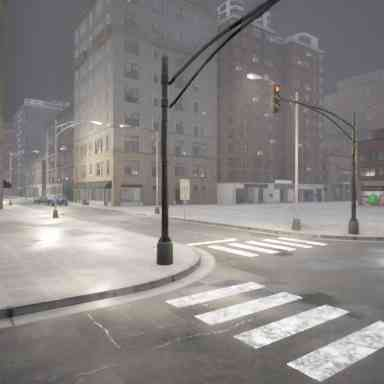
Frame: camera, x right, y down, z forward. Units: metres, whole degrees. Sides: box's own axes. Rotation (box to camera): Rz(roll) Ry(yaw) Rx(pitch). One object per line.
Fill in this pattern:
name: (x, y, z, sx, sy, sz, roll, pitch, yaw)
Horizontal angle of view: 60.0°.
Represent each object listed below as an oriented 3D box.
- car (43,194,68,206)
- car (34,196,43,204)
car: (-19.624, 1.119, 48.205, 2.097, 1.767, 4.553, 0, 0, -36)
car: (-25.417, 1.287, 56.319, 1.994, 1.385, 4.181, 0, 0, -36)
